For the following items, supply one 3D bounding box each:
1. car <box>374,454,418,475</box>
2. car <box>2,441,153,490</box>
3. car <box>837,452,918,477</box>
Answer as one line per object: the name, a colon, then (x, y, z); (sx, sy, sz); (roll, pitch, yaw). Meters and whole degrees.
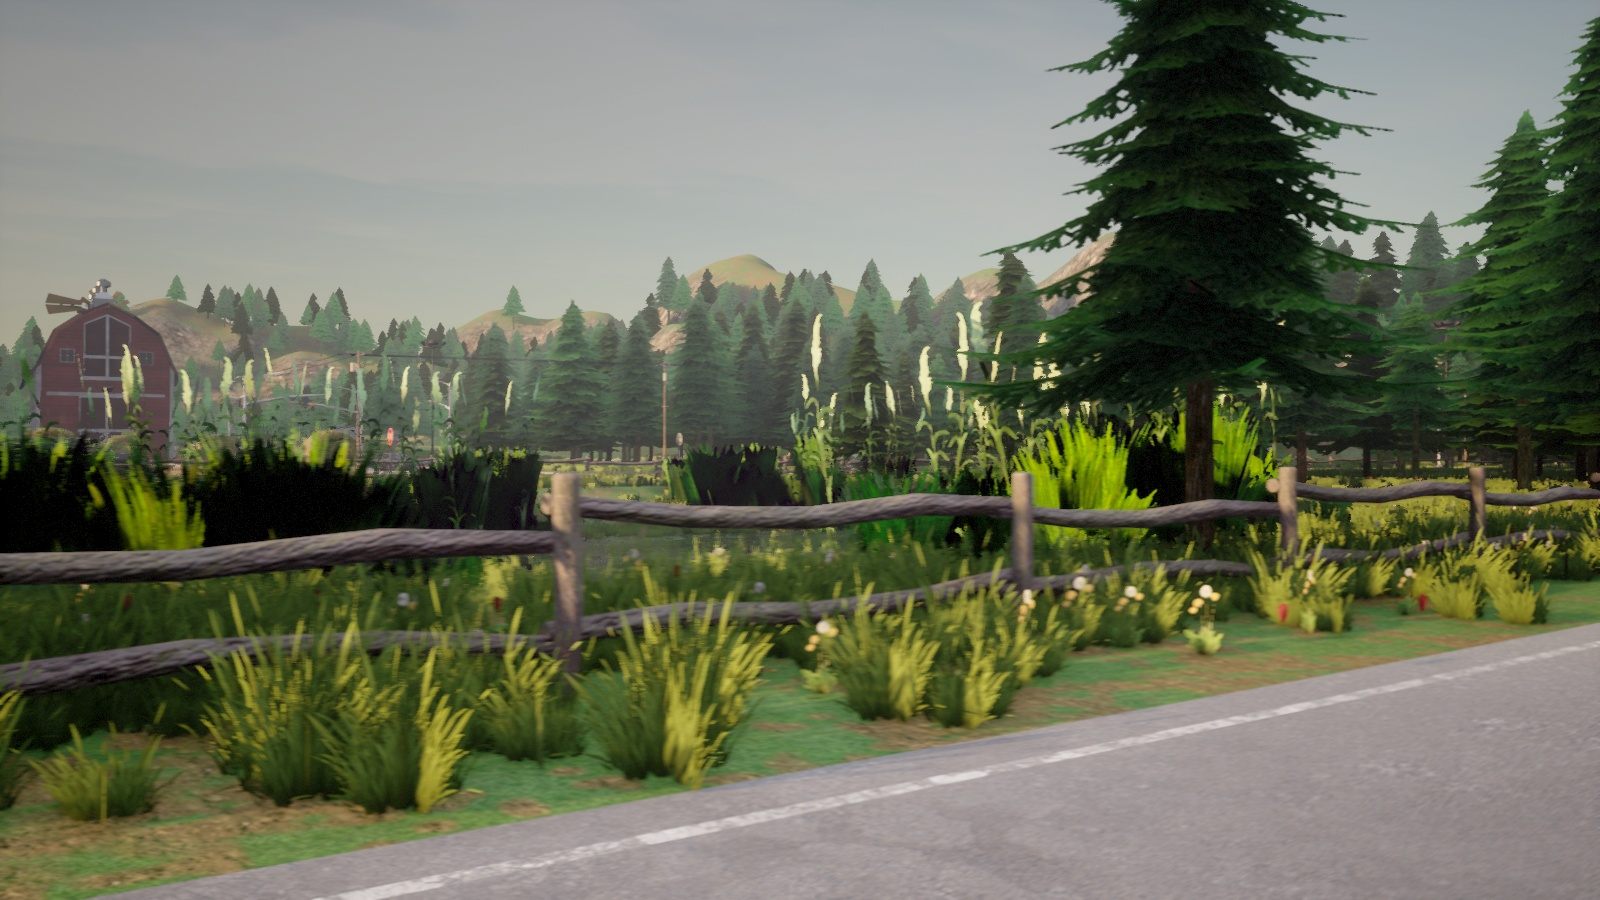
car: (-29.498, 1.050, 91.598); (1.837, 1.490, 4.892); (0, -1, -32)
car: (-31.288, 0.637, 54.551); (5.566, 2.045, 2.150); (0, 0, -29)
car: (4.901, 0.907, 79.080); (4.892, 1.490, 1.837); (0, 0, -30)
